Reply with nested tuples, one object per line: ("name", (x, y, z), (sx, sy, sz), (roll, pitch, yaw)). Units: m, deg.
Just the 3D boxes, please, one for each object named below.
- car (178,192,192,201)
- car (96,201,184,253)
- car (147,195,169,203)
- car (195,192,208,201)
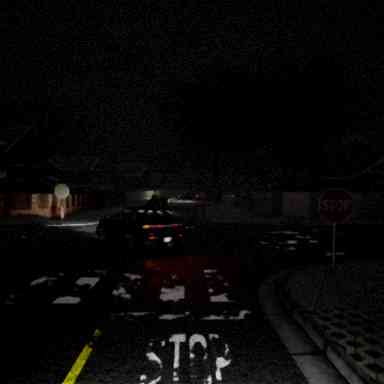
("car", (-1.207, 0.716, 56.984), (1.812, 1.442, 4.674), (1, 1, 9))
("car", (-2.146, 1.295, 12.874), (2.128, 1.511, 4.902), (0, 1, -33))
("car", (-3.486, 1.045, 34.326), (2.033, 1.411, 5.357), (0, 1, 2))
("car", (1.743, 0.732, 57.355), (1.812, 1.442, 4.674), (1, 1, 10))
